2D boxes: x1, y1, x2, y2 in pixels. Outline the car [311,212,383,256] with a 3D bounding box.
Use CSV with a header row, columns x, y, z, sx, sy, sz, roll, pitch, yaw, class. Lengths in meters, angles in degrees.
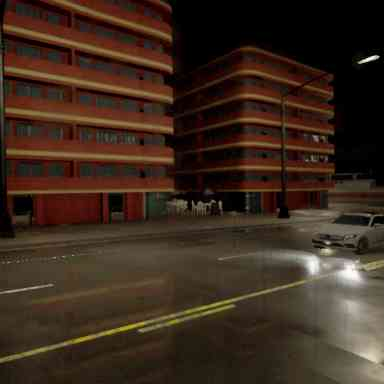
x,y,z,sx,sy,sz,roll,pitch,yaw,class
6.767,1.552,13.369,4.674,1.442,1.812,0,0,-36,car
